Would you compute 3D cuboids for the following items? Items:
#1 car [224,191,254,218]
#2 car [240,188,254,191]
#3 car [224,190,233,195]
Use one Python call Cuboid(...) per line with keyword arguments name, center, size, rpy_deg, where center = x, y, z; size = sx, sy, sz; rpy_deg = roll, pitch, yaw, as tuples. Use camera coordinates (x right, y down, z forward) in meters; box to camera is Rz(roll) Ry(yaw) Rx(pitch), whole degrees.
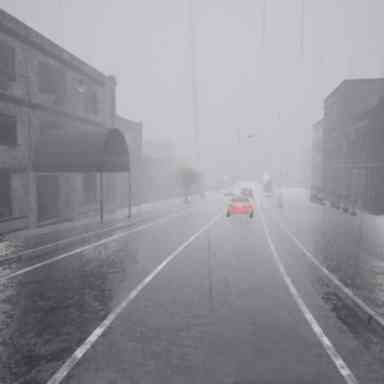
Cuboid(name="car", center=(4.155, 1.118, 28.243), size=(2.097, 1.767, 4.553), rpy_deg=(1, 1, 11))
Cuboid(name="car", center=(9.761, 0.249, 59.115), size=(2.150, 2.045, 5.566), rpy_deg=(1, 1, 10))
Cuboid(name="car", center=(7.581, 0.265, 66.751), size=(1.994, 1.385, 4.181), rpy_deg=(1, 2, 10))
